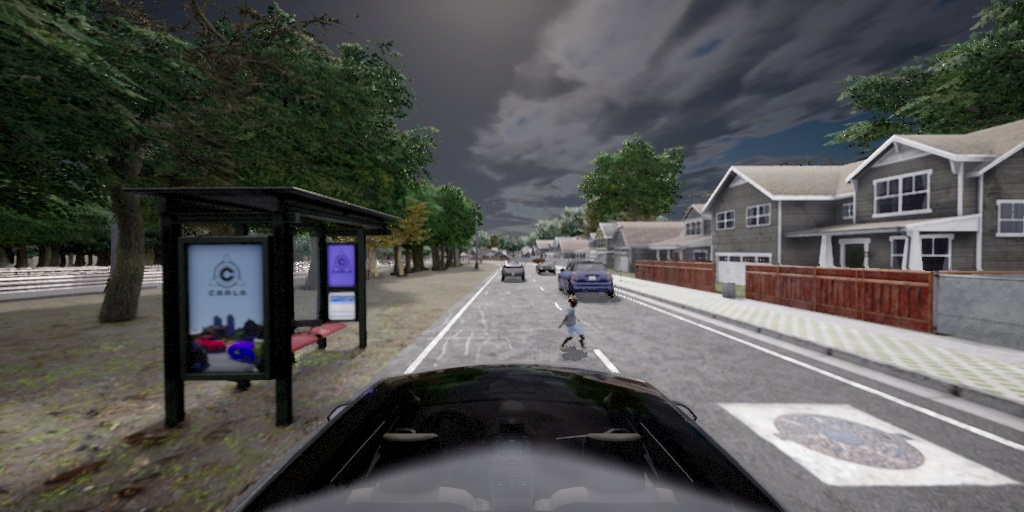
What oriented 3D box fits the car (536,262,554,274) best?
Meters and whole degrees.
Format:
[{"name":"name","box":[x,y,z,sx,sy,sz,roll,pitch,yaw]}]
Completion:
[{"name":"car","box":[3.609,1.296,39.117,1.895,1.301,4.718,0,0,0]}]

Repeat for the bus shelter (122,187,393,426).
[{"name":"bus shelter","box":[-3.500,0.592,5.542,1.920,2.740,3.880,0,0,0]}]

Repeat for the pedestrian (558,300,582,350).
[{"name":"pedestrian","box":[1.193,0.999,7.419,0.375,1.860,0.375,1,1,10]}]

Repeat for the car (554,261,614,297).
[{"name":"car","box":[3.603,1.023,18.208,2.097,1.767,4.553,0,0,0]}]

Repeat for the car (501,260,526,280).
[{"name":"car","box":[0.098,1.168,29.854,2.128,1.511,4.902,0,0,0]}]
